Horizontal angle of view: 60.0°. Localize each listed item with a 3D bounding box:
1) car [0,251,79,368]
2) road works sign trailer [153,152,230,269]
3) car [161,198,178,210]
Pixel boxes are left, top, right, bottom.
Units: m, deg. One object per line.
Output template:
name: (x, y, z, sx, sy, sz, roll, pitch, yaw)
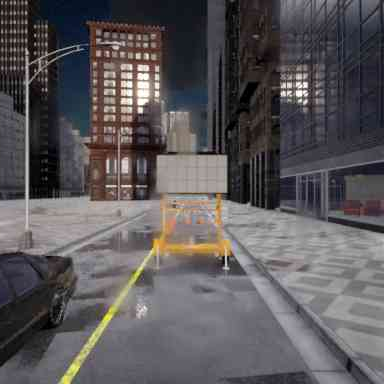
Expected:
car: (-3.103, 1.547, 4.175, 2.033, 1.411, 5.357, 0, 0, 0)
road works sign trailer: (-0.002, 0.465, 11.085, 2.380, 3.560, 2.880, 0, 0, 0)
car: (-3.011, 1.568, 43.622, 1.812, 1.442, 4.674, 0, 0, 0)
